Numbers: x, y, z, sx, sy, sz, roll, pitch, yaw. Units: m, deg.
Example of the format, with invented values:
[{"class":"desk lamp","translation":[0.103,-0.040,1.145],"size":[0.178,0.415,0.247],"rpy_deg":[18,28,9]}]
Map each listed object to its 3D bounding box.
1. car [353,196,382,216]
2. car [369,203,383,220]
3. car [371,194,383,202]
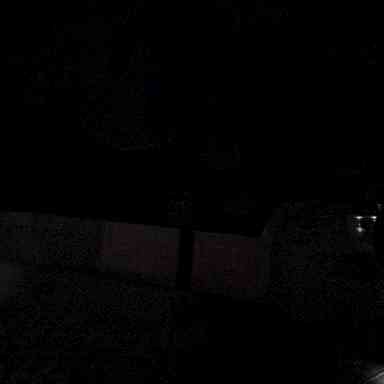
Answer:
[{"class":"car","translation":[16.382,1.438,31.602],"size":[1.994,1.385,4.181],"rpy_deg":[-4,-1,24]},{"class":"car","translation":[10.674,1.518,16.954],"size":[1.812,1.442,4.674],"rpy_deg":[-4,-1,18]},{"class":"car","translation":[32.655,1.152,59.043],"size":[1.837,1.490,4.892],"rpy_deg":[-5,-3,37]}]
